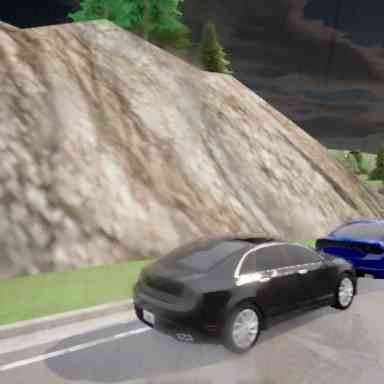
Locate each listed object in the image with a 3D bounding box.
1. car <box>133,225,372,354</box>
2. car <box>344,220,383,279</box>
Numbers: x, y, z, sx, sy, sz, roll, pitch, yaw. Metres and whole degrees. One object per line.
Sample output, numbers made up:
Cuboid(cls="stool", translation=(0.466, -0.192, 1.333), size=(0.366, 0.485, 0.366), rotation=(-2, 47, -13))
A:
Cuboid(cls="car", translation=(1.289, 1.546, 6.249), size=(4.892, 1.490, 1.837), rotation=(1, 0, -39))
Cuboid(cls="car", translation=(5.554, 1.559, 9.817), size=(5.008, 1.535, 1.882), rotation=(1, 0, -41))
